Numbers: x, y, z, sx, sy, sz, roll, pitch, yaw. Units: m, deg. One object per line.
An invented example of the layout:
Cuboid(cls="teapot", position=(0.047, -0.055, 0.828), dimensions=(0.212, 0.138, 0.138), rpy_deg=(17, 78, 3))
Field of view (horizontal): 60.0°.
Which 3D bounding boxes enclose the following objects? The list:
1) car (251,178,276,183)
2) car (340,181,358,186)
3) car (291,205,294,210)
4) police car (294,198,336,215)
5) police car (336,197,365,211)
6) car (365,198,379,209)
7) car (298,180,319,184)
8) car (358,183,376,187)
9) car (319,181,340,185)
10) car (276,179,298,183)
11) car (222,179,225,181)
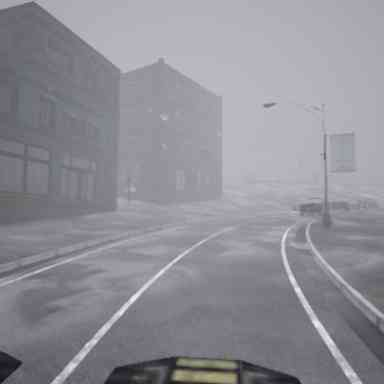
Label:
Cuboid(cls="car", position=(15.725, -2.328, 75.216), dimensions=(4.892, 1.521, 2.231), rpy_deg=(1, -5, -13))
Cuboid(cls="car", position=(37.079, -1.893, 81.031), dimensions=(4.553, 1.767, 2.185), rpy_deg=(2, -5, -17))
Cuboid(cls="car", position=(14.682, 1.745, 42.434), dimensions=(5.357, 1.411, 2.033), rpy_deg=(1, -3, -45))
Cuboid(cls="police car", position=(12.135, 1.378, 32.638), dimensions=(1.930, 1.638, 5.238), rpy_deg=(-3, -2, 36))
Cuboid(cls="police car", position=(18.421, 1.400, 39.821), dimensions=(5.238, 1.638, 1.930), rpy_deg=(0, -3, -44))
Cuboid(cls="car", position=(22.653, 1.491, 43.517), dimensions=(4.892, 1.490, 1.837), rpy_deg=(0, -3, -38))
Cuboid(cls="car", position=(26.460, -2.039, 77.895), dimensions=(4.674, 1.452, 2.002), rpy_deg=(1, -5, -15))
Cuboid(cls="car", position=(42.512, -1.563, 82.821), dimensions=(4.792, 1.488, 2.163), rpy_deg=(2, -5, -18))
Cuboid(cls="car", position=(31.798, -1.928, 79.407), dimensions=(5.008, 1.535, 2.097), rpy_deg=(2, -5, -16))
Cuboid(cls="car", position=(21.092, -2.216, 76.504), dimensions=(4.892, 1.521, 2.231), rpy_deg=(1, -5, -14))
Cuboid(cls="car", position=(5.084, -2.649, 72.687), dimensions=(4.553, 1.767, 2.185), rpy_deg=(1, -5, -13))
